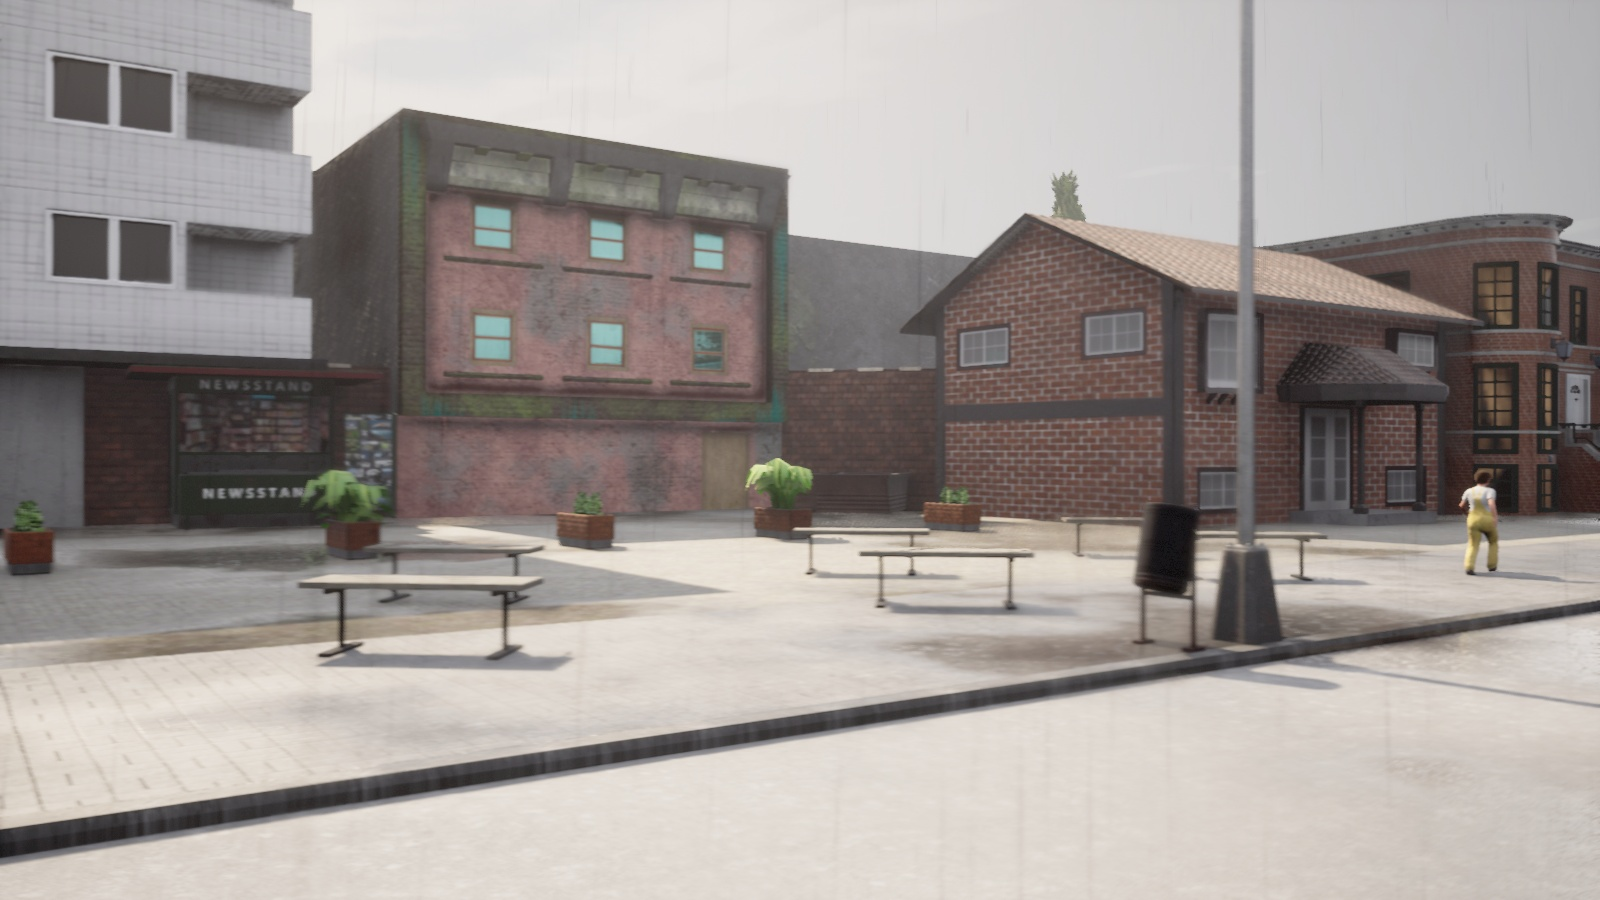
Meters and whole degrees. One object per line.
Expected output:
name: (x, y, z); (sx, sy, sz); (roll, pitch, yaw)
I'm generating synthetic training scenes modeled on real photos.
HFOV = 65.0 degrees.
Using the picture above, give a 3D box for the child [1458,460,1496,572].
child: (7.808, 0.754, 14.474); (0.270, 1.263, 0.437); (0, 0, 45)
